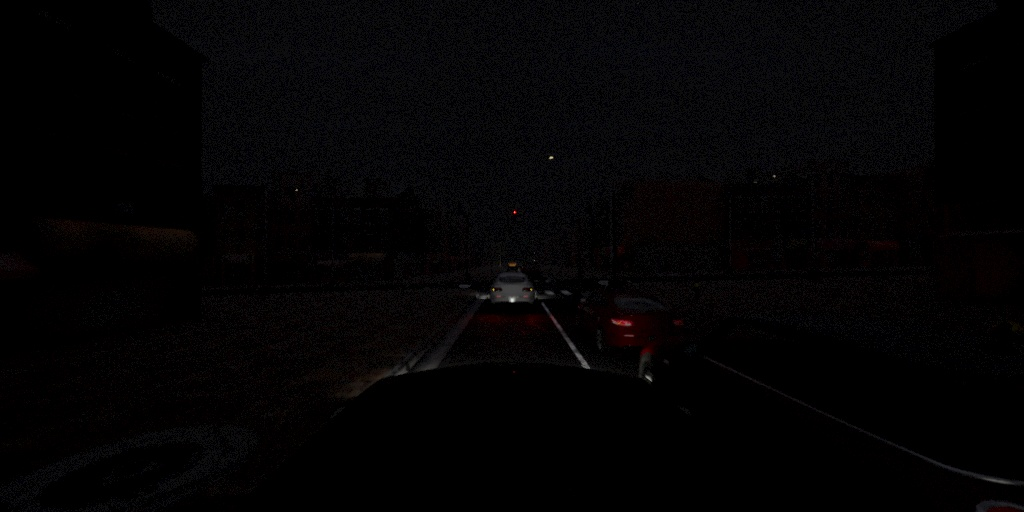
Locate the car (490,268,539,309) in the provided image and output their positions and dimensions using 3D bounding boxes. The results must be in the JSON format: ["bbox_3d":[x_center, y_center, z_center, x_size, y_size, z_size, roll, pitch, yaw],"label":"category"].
[{"bbox_3d":[0.029,1.429,15.737,1.812,1.442,4.674,0,0,0],"label":"car"}]

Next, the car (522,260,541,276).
[{"bbox_3d":[2.675,1.731,46.008,1.967,1.591,4.097,0,0,0],"label":"car"}]

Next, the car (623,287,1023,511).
[{"bbox_3d":[2.638,1.205,3.204,1.967,1.591,4.097,0,0,0],"label":"car"}]

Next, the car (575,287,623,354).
[{"bbox_3d":[2.643,1.406,8.670,1.802,1.307,4.207,0,0,0],"label":"car"}]

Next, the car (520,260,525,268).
[{"bbox_3d":[2.679,1.682,51.409,2.192,1.841,5.009,0,0,0],"label":"car"}]
